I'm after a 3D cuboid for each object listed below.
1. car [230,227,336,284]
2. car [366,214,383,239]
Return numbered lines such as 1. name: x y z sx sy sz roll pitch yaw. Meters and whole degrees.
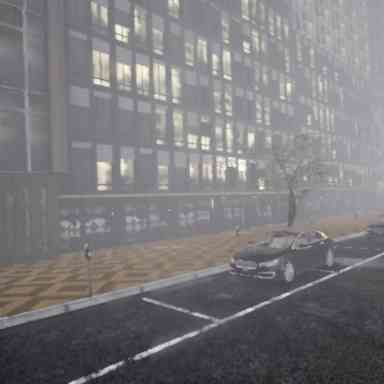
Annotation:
1. car: 2.972 1.833 10.413 4.403 1.369 2.008 0 -3 -45
2. car: 11.072 1.836 18.388 4.403 1.369 2.008 0 -3 -45
